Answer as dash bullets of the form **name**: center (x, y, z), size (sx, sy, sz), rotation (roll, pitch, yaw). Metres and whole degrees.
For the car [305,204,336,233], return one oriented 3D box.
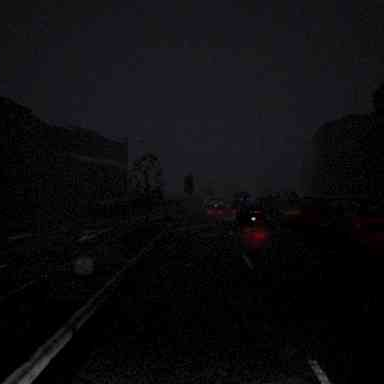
- **car**: center (8.300, 1.483, 16.188), size (4.674, 1.452, 2.002), rotation (0, 0, 3)

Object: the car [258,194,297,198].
- **car**: center (10.295, 1.282, 38.047), size (4.792, 1.488, 2.163), rotation (0, 0, 8)

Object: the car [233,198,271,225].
- **car**: center (4.121, 1.416, 23.604), size (1.837, 1.490, 4.892), rotation (0, 1, 5)

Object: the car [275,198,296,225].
- **car**: center (8.452, 1.403, 21.637), size (5.366, 1.575, 1.946), rotation (0, 0, 4)

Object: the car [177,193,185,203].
- **car**: center (-3.149, 1.253, 57.182), size (2.002, 1.452, 4.674), rotation (0, 0, 12)

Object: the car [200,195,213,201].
- **car**: center (3.738, 1.637, 84.008), size (2.002, 1.452, 4.674), rotation (0, -1, 18)

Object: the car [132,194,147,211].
- **car**: center (-6.733, 1.324, 35.267), size (2.163, 1.488, 4.792), rotation (0, 1, 8)

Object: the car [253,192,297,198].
- **car**: center (11.088, 0.960, 43.453), size (5.566, 2.045, 2.435), rotation (0, 0, 9)

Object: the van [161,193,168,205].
- **van**: center (-5.186, 0.987, 46.154), size (1.878, 1.987, 4.442), rotation (0, 0, 10)

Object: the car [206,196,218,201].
- **car**: center (5.452, 1.746, 89.254), size (2.163, 1.488, 4.792), rotation (0, -1, 19)

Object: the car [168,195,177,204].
- **car**: center (-4.197, 1.242, 51.739), size (2.002, 1.452, 4.674), rotation (0, 0, 11)

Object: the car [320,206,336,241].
- **car**: center (8.152, 1.486, 13.576), size (4.792, 1.488, 2.163), rotation (0, 0, 3)

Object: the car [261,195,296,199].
- **car**: center (9.633, 1.313, 32.498), size (4.892, 1.521, 2.231), rotation (0, 1, 7)

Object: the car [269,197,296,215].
- **car**: center (9.053, 1.393, 27.068), size (4.792, 1.488, 2.163), rotation (0, 1, 6)

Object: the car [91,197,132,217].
- **car**: center (-7.334, 1.339, 29.807), size (2.097, 1.535, 5.008), rotation (0, 0, 6)

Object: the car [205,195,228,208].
- **car**: center (3.191, 1.348, 42.152), size (1.895, 1.301, 4.718), rotation (0, 0, 8)

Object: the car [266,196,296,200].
- **car**: center (9.375, 1.368, 29.777), size (4.792, 1.488, 2.163), rotation (0, 1, 6)

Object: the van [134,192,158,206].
- **van**: center (-6.014, 1.021, 40.678), size (1.878, 1.987, 4.442), rotation (0, 0, 9)

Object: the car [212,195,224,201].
- **car**: center (7.334, 1.714, 94.666), size (2.185, 1.767, 4.553), rotation (0, -1, 21)

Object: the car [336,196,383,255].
- **car**: center (8.114, 1.218, 10.847), size (5.566, 2.045, 2.435), rotation (0, 0, 2)

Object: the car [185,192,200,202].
- **car**: center (-0.752, 1.050, 67.967), size (2.435, 2.045, 5.566), rotation (0, -1, 15)

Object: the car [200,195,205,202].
- **car**: center (0.655, 1.255, 73.396), size (2.185, 1.767, 4.553), rotation (0, -1, 15)

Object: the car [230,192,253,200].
- **car**: center (6.284, 0.960, 42.512), size (2.150, 2.045, 5.566), rotation (0, 0, 7)

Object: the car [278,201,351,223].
- **car**: center (8.848, 1.426, 24.344), size (4.674, 1.452, 2.002), rotation (0, 0, 5)

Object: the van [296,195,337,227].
- **van**: center (8.573, 1.200, 18.888), size (4.442, 1.987, 1.878), rotation (0, 0, 4)
